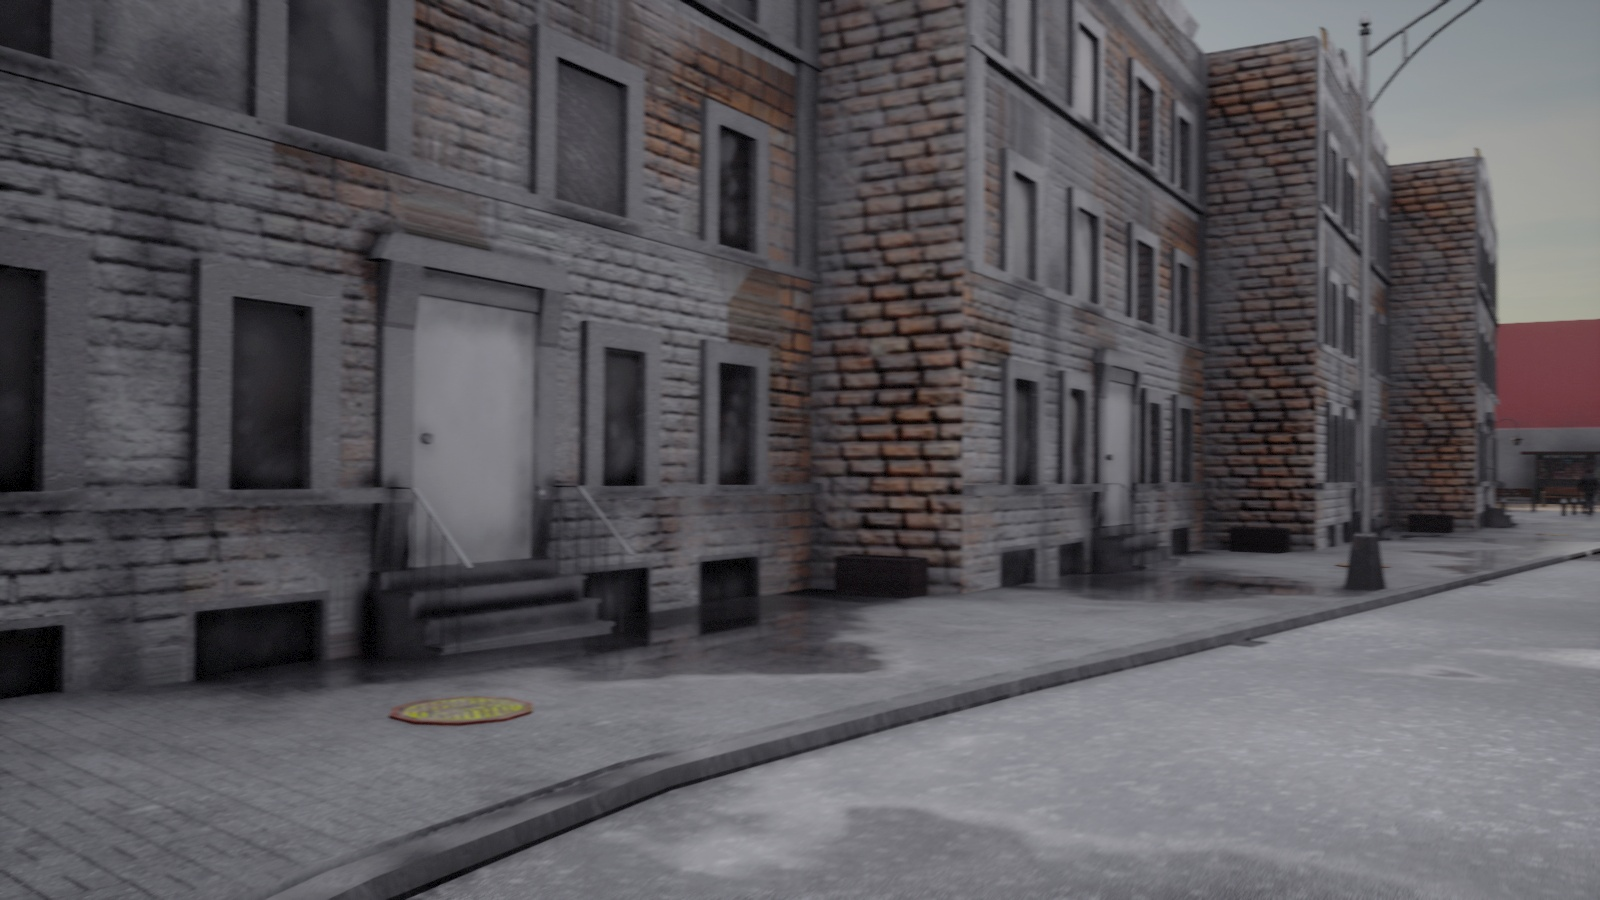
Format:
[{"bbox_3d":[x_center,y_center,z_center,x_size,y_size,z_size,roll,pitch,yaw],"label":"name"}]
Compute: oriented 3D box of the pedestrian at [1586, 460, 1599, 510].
[{"bbox_3d":[29.898,1.302,47.156,0.563,1.883,0.849,-1,-1,26],"label":"pedestrian"}]
